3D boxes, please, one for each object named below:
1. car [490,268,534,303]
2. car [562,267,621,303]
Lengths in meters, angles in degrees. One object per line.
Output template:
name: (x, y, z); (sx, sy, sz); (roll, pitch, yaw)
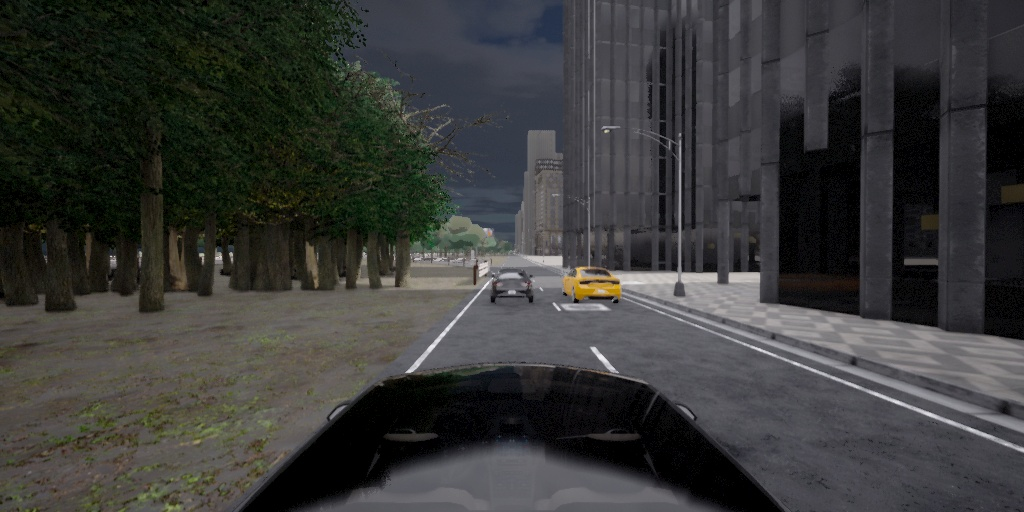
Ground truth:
car: (0.000, 1.277, 16.502); (1.812, 1.442, 4.674); (0, 0, 0)
car: (3.500, 1.229, 16.502); (1.882, 1.535, 5.008); (0, 0, 0)
